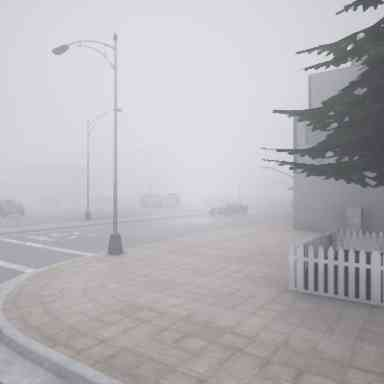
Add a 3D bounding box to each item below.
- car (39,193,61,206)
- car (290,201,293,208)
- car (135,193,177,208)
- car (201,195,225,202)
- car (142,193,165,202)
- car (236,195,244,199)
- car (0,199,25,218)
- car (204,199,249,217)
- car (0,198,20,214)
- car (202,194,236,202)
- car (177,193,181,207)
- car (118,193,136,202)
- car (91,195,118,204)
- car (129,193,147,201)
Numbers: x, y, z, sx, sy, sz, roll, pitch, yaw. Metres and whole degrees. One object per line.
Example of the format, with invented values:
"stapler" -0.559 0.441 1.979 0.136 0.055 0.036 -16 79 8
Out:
"car" -21.798 1.361 50.953 3.633 1.501 1.845 0 0 36
"car" 15.542 1.479 47.314 1.882 1.535 5.008 0 0 36
"car" -4.688 1.123 42.928 4.605 1.855 1.932 0 0 36
"car" 4.230 1.330 68.338 4.514 1.523 2.007 0 0 36
"car" -7.949 1.138 68.637 4.605 1.855 1.932 0 0 36
"car" 7.762 1.258 61.223 3.806 1.475 1.970 0 0 36
"car" -15.759 1.399 28.001 3.633 1.501 1.845 0 0 36
"car" 3.440 1.599 30.909 1.895 1.301 4.718 0 0 36
"car" -19.994 1.416 34.785 3.806 1.475 1.970 0 0 36
"car" 4.238 1.180 55.850 5.027 1.636 2.152 0 0 36
"car" -3.308 1.103 45.518 3.866 1.878 1.905 0 0 36
"car" -14.818 1.409 73.607 3.806 1.475 1.970 0 0 36
"car" -15.870 1.340 58.997 4.514 1.523 2.007 0 0 36
"car" -12.364 1.125 75.932 3.866 1.878 1.905 0 0 36
